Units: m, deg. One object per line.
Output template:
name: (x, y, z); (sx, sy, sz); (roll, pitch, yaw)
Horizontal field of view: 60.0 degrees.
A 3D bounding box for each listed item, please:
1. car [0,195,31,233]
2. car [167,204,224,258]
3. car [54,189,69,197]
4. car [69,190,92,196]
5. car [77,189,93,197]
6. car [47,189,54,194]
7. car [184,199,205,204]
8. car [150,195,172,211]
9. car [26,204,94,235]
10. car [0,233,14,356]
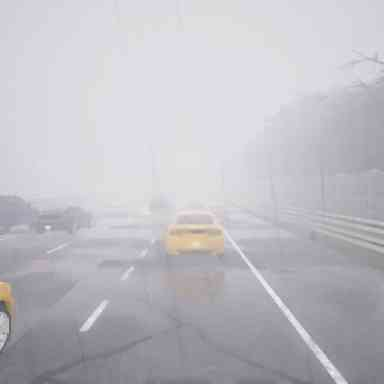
car: (-10.366, 1.152, 18.124); (2.150, 2.045, 5.566); (0, 0, 0)
car: (0.117, 1.430, 12.591); (1.882, 1.535, 5.008); (0, 0, 0)
car: (-27.470, 0.392, 72.681); (2.033, 1.411, 5.357); (0, 1, 1)
car: (-20.612, 0.749, 62.347); (2.033, 1.411, 5.357); (0, 1, 1)
car: (-23.945, 0.208, 74.289); (1.882, 1.535, 5.008); (0, 1, 1)
car: (-30.939, 0.019, 74.753); (1.837, 1.490, 4.892); (0, 1, 1)
car: (0.196, 1.369, 30.647); (1.812, 1.442, 4.674); (0, 1, 0)
car: (-3.366, 1.120, 36.507); (2.097, 1.767, 4.553); (0, 1, 0)
car: (-6.865, 1.435, 18.295); (1.837, 1.490, 4.892); (0, 0, 0)
car: (-3.499, 1.467, 2.817); (1.882, 1.535, 5.008); (0, 0, 0)
